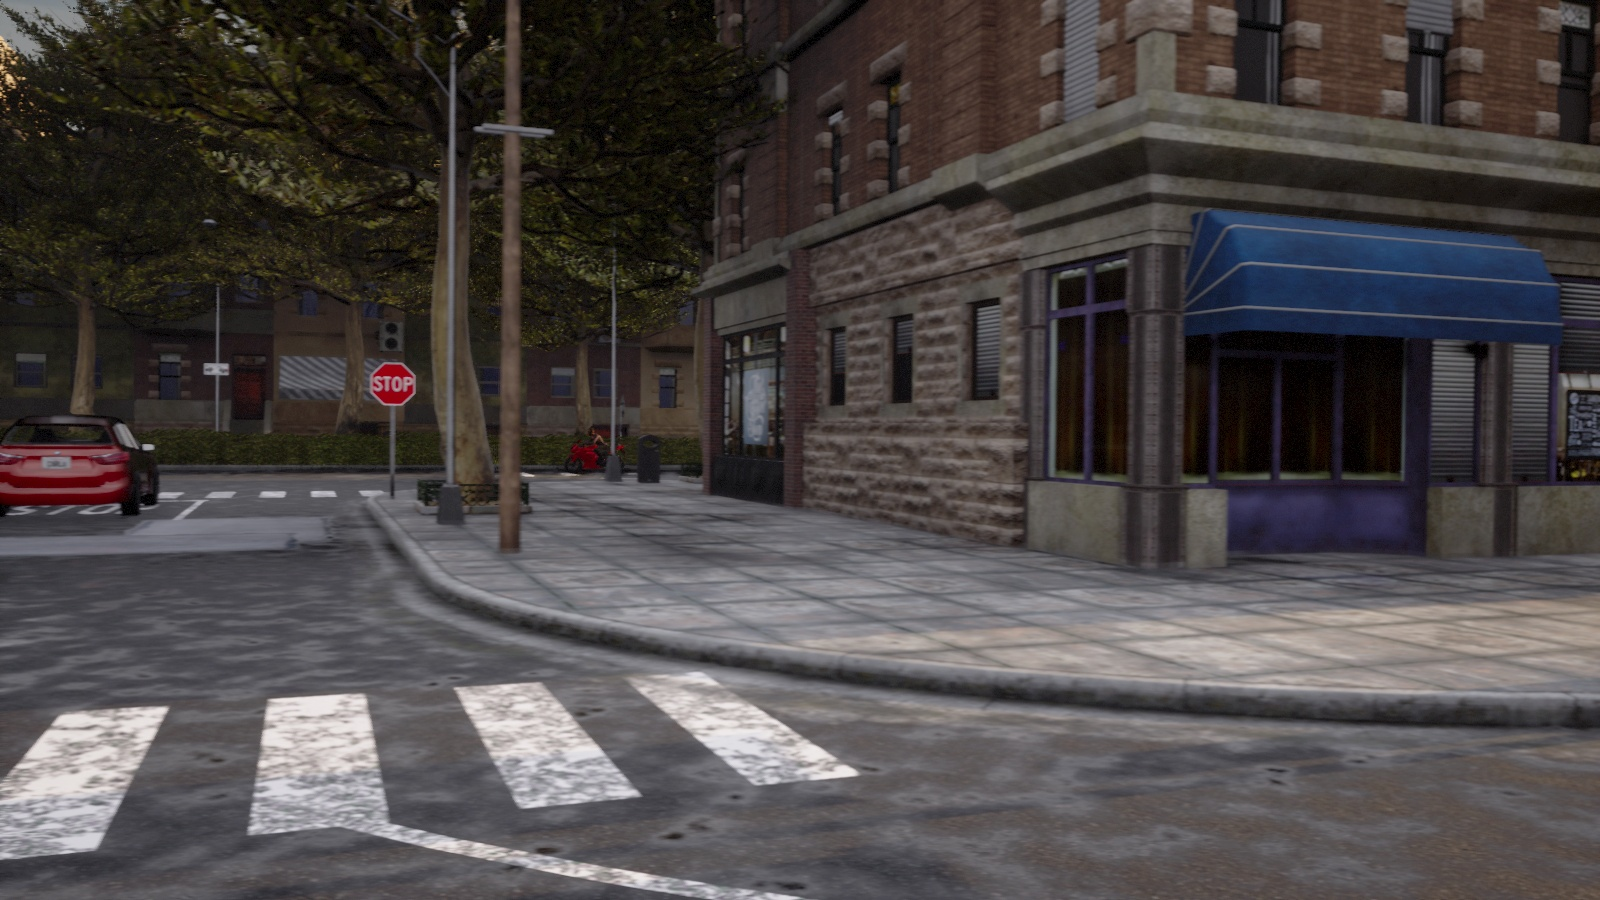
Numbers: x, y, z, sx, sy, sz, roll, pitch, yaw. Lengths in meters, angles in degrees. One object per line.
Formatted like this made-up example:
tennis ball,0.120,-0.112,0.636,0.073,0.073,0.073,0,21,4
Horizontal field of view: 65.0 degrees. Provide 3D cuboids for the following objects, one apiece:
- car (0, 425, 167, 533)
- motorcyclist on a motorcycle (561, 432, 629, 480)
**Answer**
car,-12.537,0.422,21.931,2.242,1.667,4.611,-1,1,-22
motorcyclist on a motorcycle,-6.748,0.177,41.330,2.044,1.523,0.797,-1,1,-21
